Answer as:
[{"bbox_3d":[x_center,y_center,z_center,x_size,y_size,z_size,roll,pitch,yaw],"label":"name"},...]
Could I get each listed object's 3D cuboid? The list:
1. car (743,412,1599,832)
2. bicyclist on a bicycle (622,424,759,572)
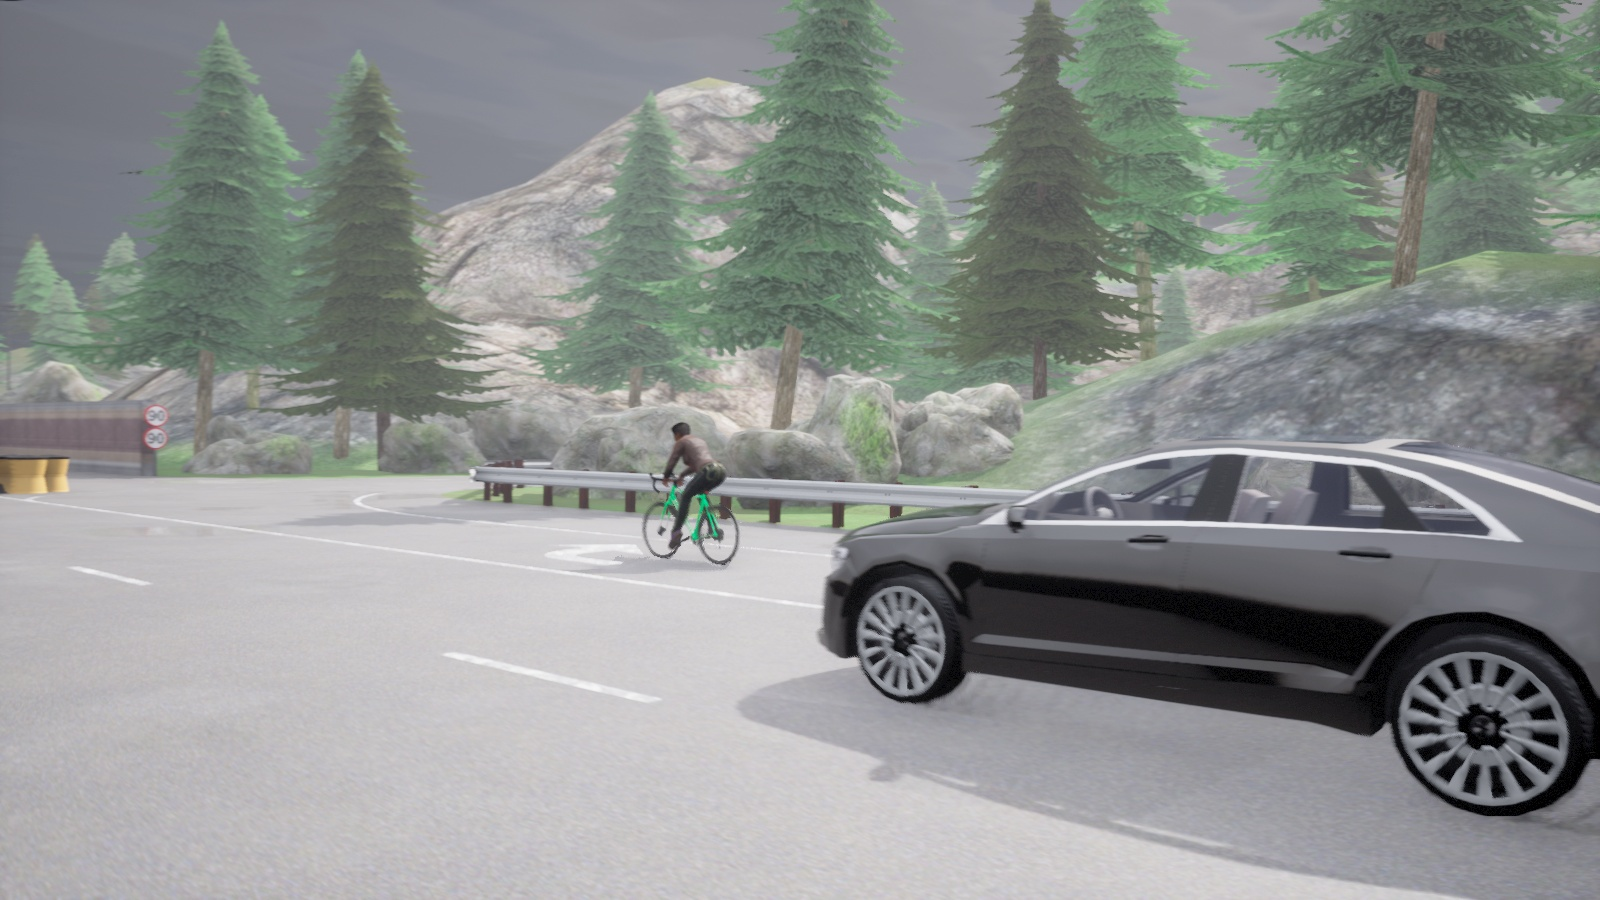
[{"bbox_3d":[2.194,0.594,6.574,4.902,1.511,2.128,0,1,42],"label":"car"},{"bbox_3d":[-1.285,0.522,14.509,1.656,1.620,0.582,0,1,42],"label":"bicyclist on a bicycle"}]
